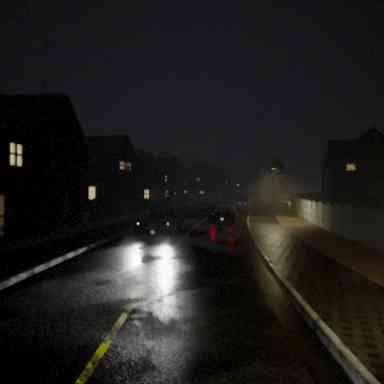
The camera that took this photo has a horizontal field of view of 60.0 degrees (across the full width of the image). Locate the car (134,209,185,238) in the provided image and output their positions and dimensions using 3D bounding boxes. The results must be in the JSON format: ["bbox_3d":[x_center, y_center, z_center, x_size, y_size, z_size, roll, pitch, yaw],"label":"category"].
[{"bbox_3d":[-1.601,1.588,17.922,1.895,1.301,4.718,0,0,7],"label":"car"}]

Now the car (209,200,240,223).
[{"bbox_3d":[2.436,1.548,25.082,1.895,1.301,4.718,0,0,10],"label":"car"}]

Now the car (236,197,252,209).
[{"bbox_3d":[6.440,1.361,42.360,2.033,1.411,5.357,0,0,16],"label":"car"}]
